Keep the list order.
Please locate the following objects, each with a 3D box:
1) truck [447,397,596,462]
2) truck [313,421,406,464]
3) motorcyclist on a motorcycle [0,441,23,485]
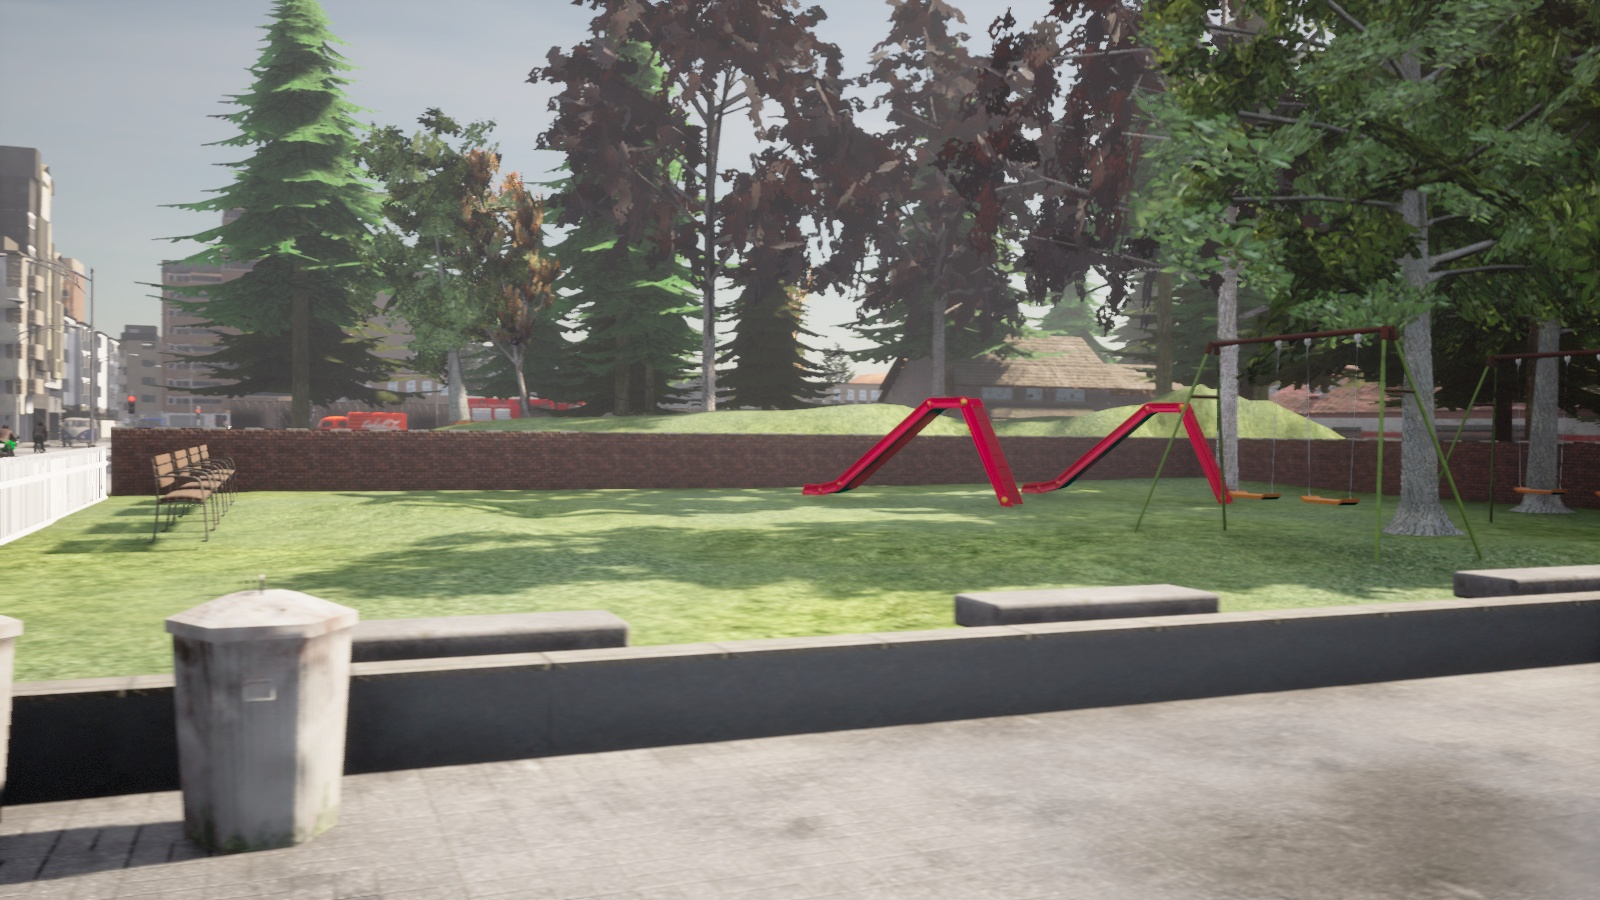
[{"bbox_3d":[-17.072,-1.277,76.989,8.468,3.827,2.891,-1,1,-22],"label":"truck"},{"bbox_3d":[-27.085,-0.491,77.203,5.204,2.467,2.627,-1,1,-23],"label":"truck"},{"bbox_3d":[-28.237,0.463,44.567,0.797,1.523,2.044,-1,1,-22],"label":"motorcyclist on a motorcycle"}]
